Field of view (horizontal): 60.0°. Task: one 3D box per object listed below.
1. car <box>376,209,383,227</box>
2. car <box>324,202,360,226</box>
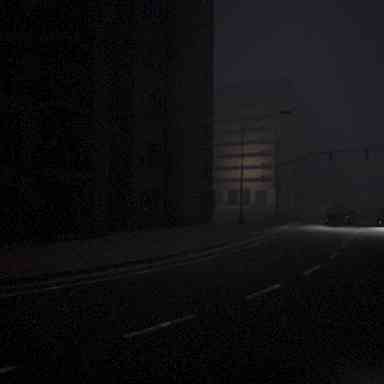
[{"bbox_3d":[14.938,1.845,24.797,1.994,1.385,4.181,0,-1,32],"label":"car"},{"bbox_3d":[11.870,1.751,26.493,1.882,1.535,5.008,0,-1,32],"label":"car"}]
